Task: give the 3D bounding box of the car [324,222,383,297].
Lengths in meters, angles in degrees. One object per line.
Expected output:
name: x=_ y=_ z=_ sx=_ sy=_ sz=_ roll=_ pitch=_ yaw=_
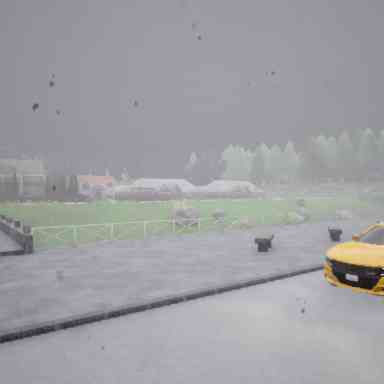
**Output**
car: x=5.302 y=1.477 z=8.242 sx=5.008 sy=1.535 sz=1.882 roll=0 pitch=0 yaw=-35
